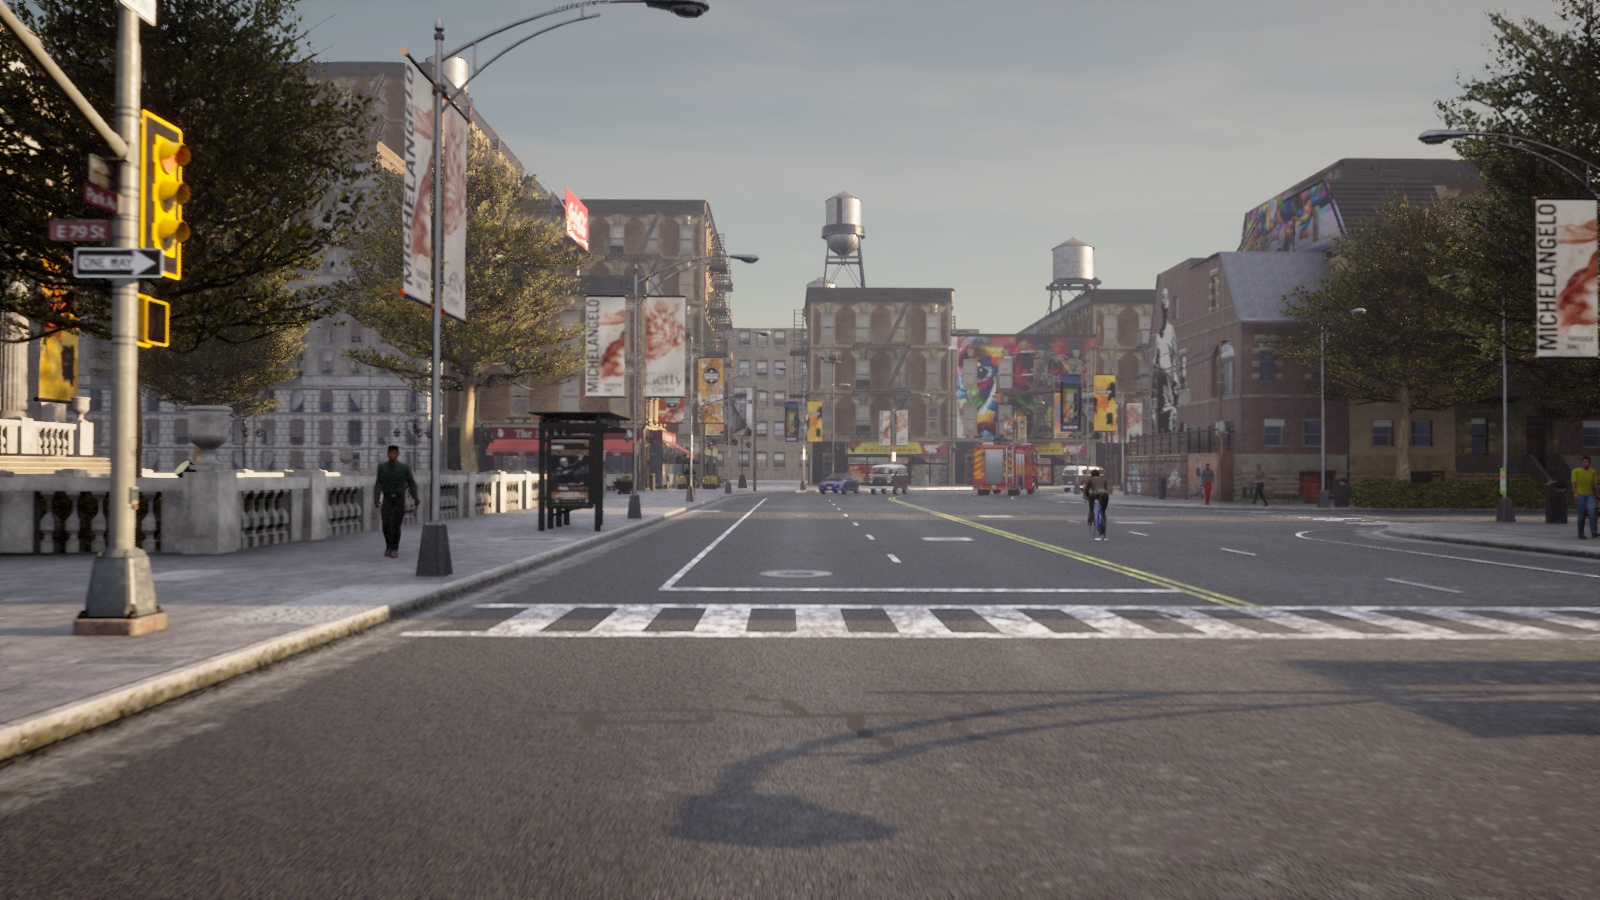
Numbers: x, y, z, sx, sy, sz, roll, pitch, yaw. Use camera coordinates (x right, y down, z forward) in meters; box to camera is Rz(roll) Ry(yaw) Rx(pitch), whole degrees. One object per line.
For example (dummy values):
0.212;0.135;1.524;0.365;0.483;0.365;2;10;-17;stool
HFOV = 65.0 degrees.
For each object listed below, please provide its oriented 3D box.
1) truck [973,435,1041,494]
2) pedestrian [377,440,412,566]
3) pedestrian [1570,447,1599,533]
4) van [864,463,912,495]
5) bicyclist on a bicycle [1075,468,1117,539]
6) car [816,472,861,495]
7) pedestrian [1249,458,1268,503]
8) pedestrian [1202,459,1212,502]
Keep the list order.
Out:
14.264;1.034;86.158;2.891;3.827;8.468;-1;-1;21;truck
-6.438;0.831;19.948;0.423;1.949;0.788;0;-1;-10;pedestrian
17.014;0.857;27.142;0.354;1.836;0.706;0;-1;6;pedestrian
5.923;1.918;83.960;2.069;2.038;4.480;-1;-1;19;van
6.930;1.232;29.419;0.582;1.620;1.656;0;-1;0;bicyclist on a bicycle
2.656;2.243;85.233;1.816;1.474;4.193;-1;-1;20;car
19.022;1.275;52.101;0.634;1.846;0.331;0;-1;-22;pedestrian
17.573;1.307;54.201;0.353;1.847;0.614;0;-1;13;pedestrian
